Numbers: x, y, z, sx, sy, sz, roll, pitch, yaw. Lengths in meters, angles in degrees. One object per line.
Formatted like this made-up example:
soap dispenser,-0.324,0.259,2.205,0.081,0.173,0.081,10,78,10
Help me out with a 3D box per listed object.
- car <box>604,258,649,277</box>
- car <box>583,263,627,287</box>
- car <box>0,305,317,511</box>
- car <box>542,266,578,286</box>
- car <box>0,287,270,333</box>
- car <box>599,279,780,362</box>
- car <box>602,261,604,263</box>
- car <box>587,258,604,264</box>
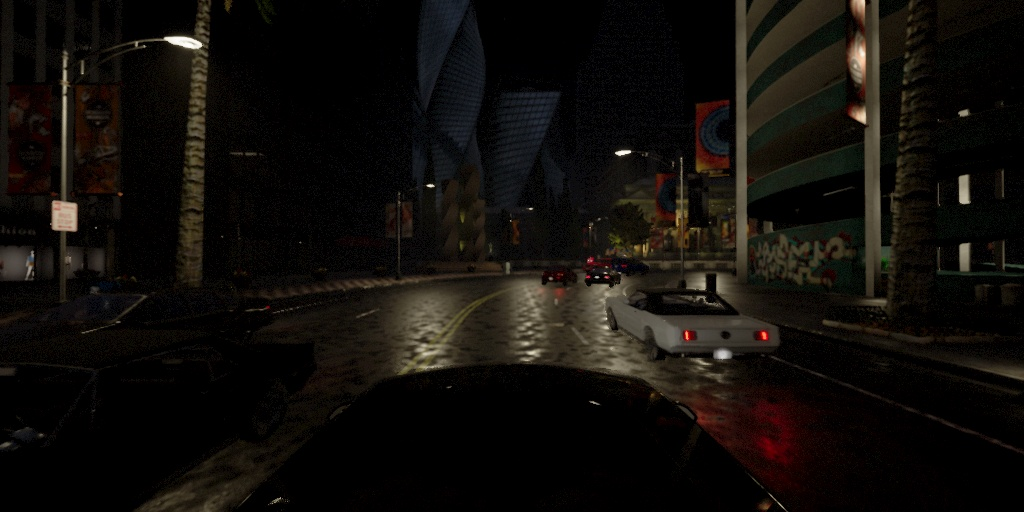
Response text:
car,13.070,1.254,39.954,5.566,2.045,2.150,0,0,-42
car,6.745,1.476,26.135,2.033,1.411,5.357,0,0,25
car,-3.577,1.357,2.628,1.895,1.301,4.718,0,0,0
car,3.677,1.464,27.378,1.812,1.442,4.674,0,-1,24
car,-7.064,1.335,6.891,2.033,1.411,5.357,0,0,0
car,3.609,1.399,8.332,1.895,1.301,4.718,0,0,0
car,13.921,1.599,45.505,4.674,1.442,1.812,1,-1,-35
car,12.065,1.320,48.490,5.566,2.045,2.150,0,-1,-35
